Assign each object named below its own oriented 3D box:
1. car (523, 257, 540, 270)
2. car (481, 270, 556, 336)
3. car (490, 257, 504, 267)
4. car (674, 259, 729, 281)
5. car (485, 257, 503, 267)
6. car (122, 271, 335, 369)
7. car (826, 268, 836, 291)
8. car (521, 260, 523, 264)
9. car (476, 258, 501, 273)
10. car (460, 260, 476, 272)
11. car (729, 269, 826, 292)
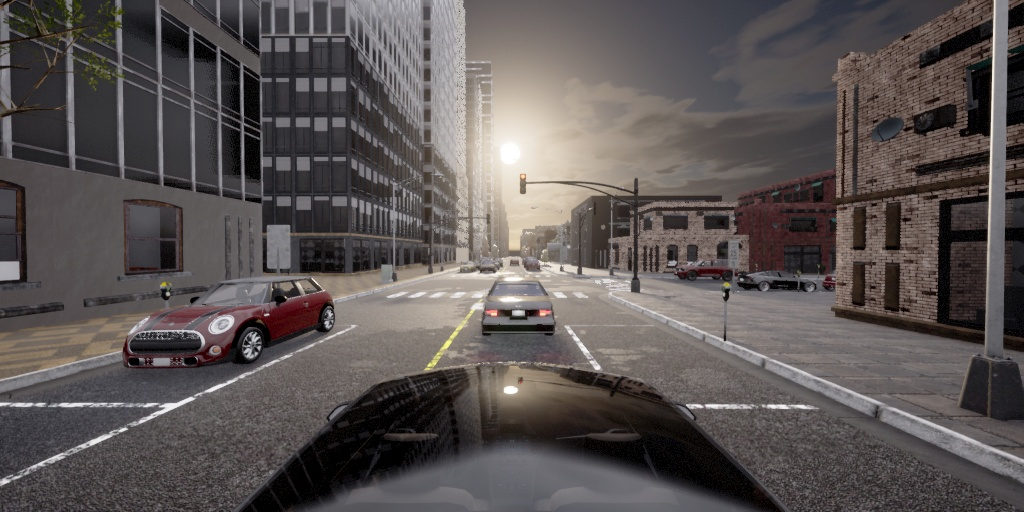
[{"bbox_3d":[3.000,1.178,51.280,1.967,1.591,4.097,0,0,0],"label":"car"},{"bbox_3d":[0.154,1.295,10.364,2.033,1.411,5.357,0,0,0],"label":"car"},{"bbox_3d":[-2.664,1.088,63.953,2.097,1.767,4.553,0,0,1],"label":"car"},{"bbox_3d":[16.700,1.164,30.911,5.009,1.841,2.192,0,0,1],"label":"car"},{"bbox_3d":[-2.772,1.285,53.733,2.033,1.411,5.357,0,0,0],"label":"car"},{"bbox_3d":[-5.656,1.188,7.797,1.967,1.591,4.097,0,0,0],"label":"car"},{"bbox_3d":[22.087,1.473,22.427,4.097,1.591,1.967,0,0,1],"label":"car"},{"bbox_3d":[3.071,1.051,62.568,2.192,1.841,5.009,0,0,0],"label":"car"},{"bbox_3d":[-2.833,1.287,43.590,2.033,1.411,5.357,0,0,0],"label":"car"},{"bbox_3d":[-5.555,1.265,45.575,1.751,1.417,4.829,0,0,0],"label":"car"},{"bbox_3d":[16.540,1.546,22.533,4.313,1.339,1.948,0,0,1],"label":"car"}]
